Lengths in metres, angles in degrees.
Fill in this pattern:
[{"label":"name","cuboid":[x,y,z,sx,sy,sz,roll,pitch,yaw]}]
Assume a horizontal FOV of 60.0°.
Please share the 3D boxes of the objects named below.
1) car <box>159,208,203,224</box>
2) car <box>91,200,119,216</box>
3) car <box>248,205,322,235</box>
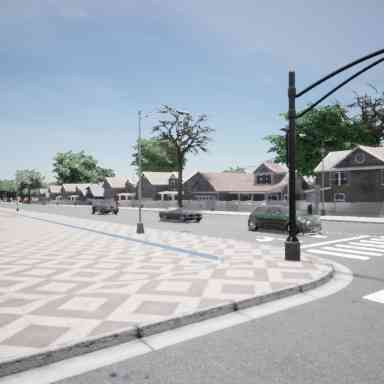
[{"label":"car","cuboid":[-1.062,2.065,29.892,1.895,1.301,4.718,0,-1,-36]},{"label":"car","cuboid":[-11.799,2.042,44.817,2.150,2.045,5.566,0,-1,-35]},{"label":"car","cuboid":[5.654,1.596,20.660,2.097,1.767,4.553,0,-1,-37]}]
